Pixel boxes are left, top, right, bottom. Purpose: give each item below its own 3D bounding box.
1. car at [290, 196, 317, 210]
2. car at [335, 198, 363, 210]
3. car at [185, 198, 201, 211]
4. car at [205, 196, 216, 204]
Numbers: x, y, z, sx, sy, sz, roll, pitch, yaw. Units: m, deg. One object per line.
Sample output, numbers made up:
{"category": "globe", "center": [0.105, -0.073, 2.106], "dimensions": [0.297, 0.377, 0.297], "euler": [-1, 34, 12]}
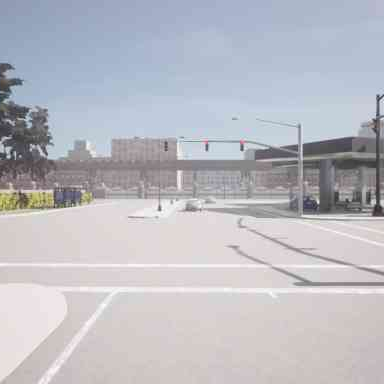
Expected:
{"category": "car", "center": [13.249, 1.295, 39.729], "dimensions": [2.242, 1.667, 4.611], "euler": [0, 0, 0]}
{"category": "car", "center": [18.995, 1.456, 40.486], "dimensions": [1.970, 1.475, 3.806], "euler": [0, 0, 0]}
{"category": "car", "center": [0.160, 1.525, 41.444], "dimensions": [1.812, 1.442, 4.674], "euler": [0, 0, 0]}
{"category": "car", "center": [3.563, 1.525, 64.414], "dimensions": [1.812, 1.442, 4.674], "euler": [0, 0, 0]}
